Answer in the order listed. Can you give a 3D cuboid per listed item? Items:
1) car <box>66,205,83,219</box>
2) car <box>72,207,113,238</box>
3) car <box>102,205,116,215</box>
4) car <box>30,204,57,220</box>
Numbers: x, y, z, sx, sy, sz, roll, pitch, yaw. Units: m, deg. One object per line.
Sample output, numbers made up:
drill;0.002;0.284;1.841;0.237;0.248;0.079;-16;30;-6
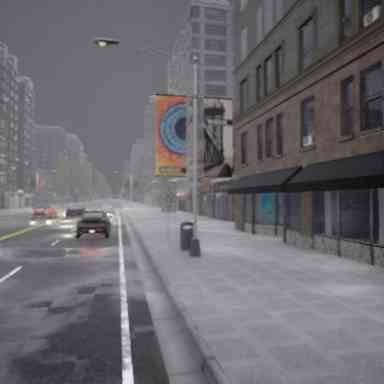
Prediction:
car;-13.308;2.249;38.363;1.882;1.535;5.008;0;-1;-13
car;-6.046;1.929;20.704;1.837;1.490;4.892;0;-1;-13
car;-11.621;2.450;45.756;1.812;1.442;4.674;0;-1;-13
car;-16.483;2.090;37.075;2.097;1.767;4.553;0;-1;-12
